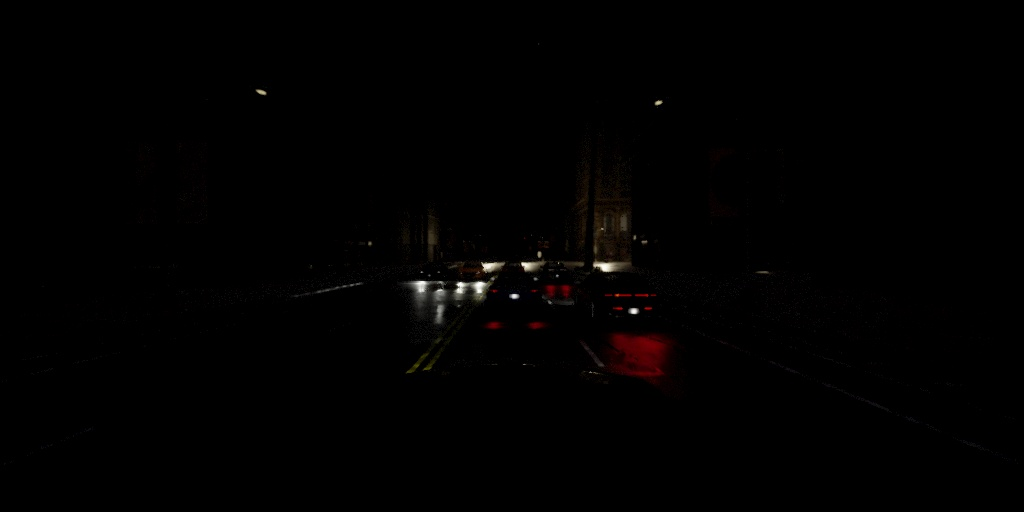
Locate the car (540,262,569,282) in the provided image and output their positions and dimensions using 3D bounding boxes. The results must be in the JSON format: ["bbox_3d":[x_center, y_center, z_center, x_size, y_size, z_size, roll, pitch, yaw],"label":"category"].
[{"bbox_3d":[3.341,1.238,28.692,2.128,1.511,4.902,0,0,0],"label":"car"}]

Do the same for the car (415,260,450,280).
[{"bbox_3d":[-6.594,1.271,30.929,1.812,1.442,4.674,0,0,0],"label":"car"}]

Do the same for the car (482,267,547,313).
[{"bbox_3d":[0.088,1.314,13.995,1.994,1.385,4.181,0,0,0],"label":"car"}]

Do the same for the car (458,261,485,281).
[{"bbox_3d":[-3.344,1.224,30.335,1.882,1.535,5.008,0,0,0],"label":"car"}]

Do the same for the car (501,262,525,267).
[{"bbox_3d":[0.093,1.224,30.351,1.882,1.535,5.008,0,0,0],"label":"car"}]

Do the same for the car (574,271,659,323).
[{"bbox_3d":[3.333,1.254,12.198,1.837,1.490,4.892,0,0,0],"label":"car"}]
